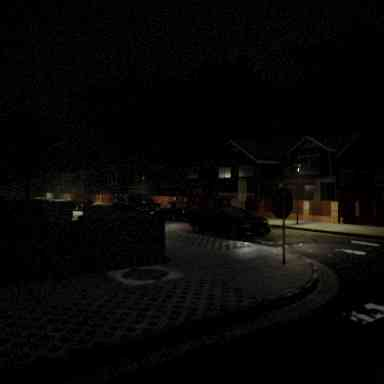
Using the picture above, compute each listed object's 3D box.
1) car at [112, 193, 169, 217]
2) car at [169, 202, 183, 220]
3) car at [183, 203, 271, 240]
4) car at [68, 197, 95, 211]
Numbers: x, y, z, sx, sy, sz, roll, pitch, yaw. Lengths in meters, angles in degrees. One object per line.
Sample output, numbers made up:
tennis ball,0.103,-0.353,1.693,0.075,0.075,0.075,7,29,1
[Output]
car,-4.316,1.111,25.713,2.150,2.045,5.566,0,0,-35
car,-1.447,1.493,26.792,1.895,1.301,4.718,0,0,-35
car,1.776,1.414,16.937,1.882,1.535,5.008,0,0,-33
car,-12.393,1.300,37.264,1.882,1.535,5.008,0,0,-35
